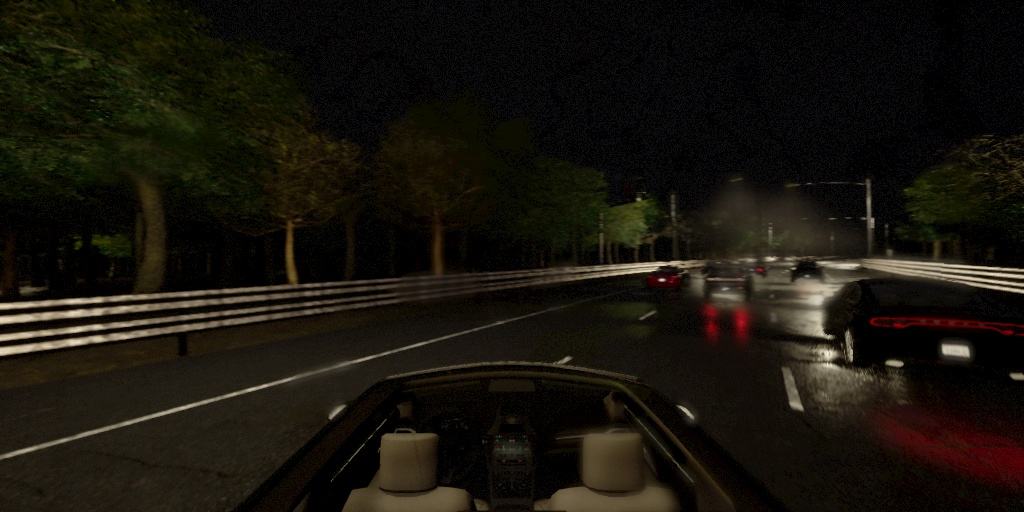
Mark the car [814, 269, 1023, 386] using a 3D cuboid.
[{"bbox_3d":[7.555,1.162,7.023,1.882,1.535,5.008,-1,-1,34],"label":"car"}]

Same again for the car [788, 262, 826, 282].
[{"bbox_3d":[21.794,1.151,26.533,1.837,1.490,4.892,-1,-1,38],"label":"car"}]

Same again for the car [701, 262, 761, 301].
[{"bbox_3d":[10.607,1.220,17.441,2.128,1.511,4.902,-1,-1,36],"label":"car"}]

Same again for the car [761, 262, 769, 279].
[{"bbox_3d":[21.774,1.243,32.194,2.033,1.411,5.357,-1,-1,39],"label":"car"}]

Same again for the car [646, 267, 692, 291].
[{"bbox_3d":[9.832,1.346,22.311,1.994,1.385,4.181,-1,-1,36],"label":"car"}]
